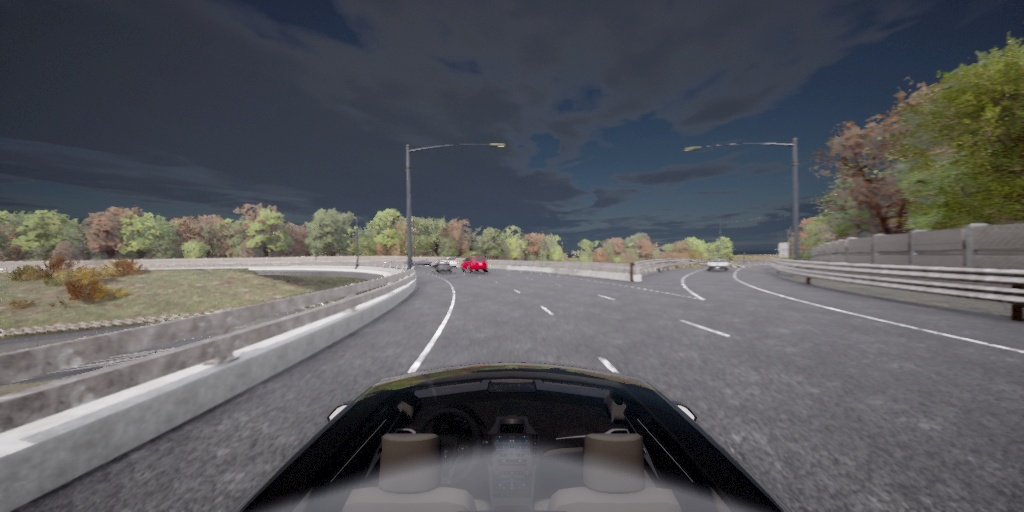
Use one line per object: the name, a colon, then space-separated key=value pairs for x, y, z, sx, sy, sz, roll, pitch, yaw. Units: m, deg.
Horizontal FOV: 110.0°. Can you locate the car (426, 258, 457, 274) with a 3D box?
car: x=-8.870 y=1.400 z=44.792 sx=2.128 sy=1.511 sz=4.902 roll=-1 pitch=0 yaw=-24

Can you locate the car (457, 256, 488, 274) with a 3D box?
car: x=-4.679 y=1.052 z=44.062 sx=2.150 sy=2.045 sz=5.566 roll=-1 pitch=0 yaw=-23

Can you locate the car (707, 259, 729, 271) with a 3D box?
car: x=22.985 y=0.951 z=39.819 sx=1.895 sy=1.301 sz=4.718 roll=-1 pitch=-1 yaw=34
